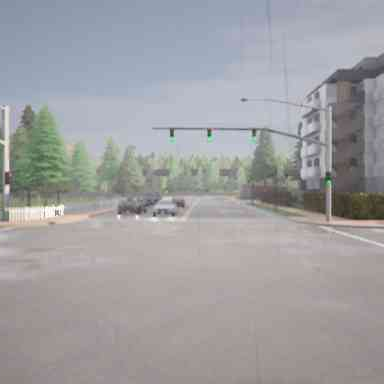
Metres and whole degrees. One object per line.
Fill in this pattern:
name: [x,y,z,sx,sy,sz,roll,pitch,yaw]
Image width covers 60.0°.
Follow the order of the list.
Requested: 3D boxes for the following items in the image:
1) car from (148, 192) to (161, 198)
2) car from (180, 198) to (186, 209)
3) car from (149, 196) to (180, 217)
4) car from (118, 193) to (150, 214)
car: [-5.301,1.032,44.439,2.150,2.045,5.566,0,0,3]
car: [-1.865,1.418,42.953,1.895,1.301,4.718,0,0,2]
car: [-2.365,1.397,30.188,1.812,1.442,4.674,0,0,2]
car: [-5.770,1.213,32.649,2.097,1.767,4.553,0,0,2]
